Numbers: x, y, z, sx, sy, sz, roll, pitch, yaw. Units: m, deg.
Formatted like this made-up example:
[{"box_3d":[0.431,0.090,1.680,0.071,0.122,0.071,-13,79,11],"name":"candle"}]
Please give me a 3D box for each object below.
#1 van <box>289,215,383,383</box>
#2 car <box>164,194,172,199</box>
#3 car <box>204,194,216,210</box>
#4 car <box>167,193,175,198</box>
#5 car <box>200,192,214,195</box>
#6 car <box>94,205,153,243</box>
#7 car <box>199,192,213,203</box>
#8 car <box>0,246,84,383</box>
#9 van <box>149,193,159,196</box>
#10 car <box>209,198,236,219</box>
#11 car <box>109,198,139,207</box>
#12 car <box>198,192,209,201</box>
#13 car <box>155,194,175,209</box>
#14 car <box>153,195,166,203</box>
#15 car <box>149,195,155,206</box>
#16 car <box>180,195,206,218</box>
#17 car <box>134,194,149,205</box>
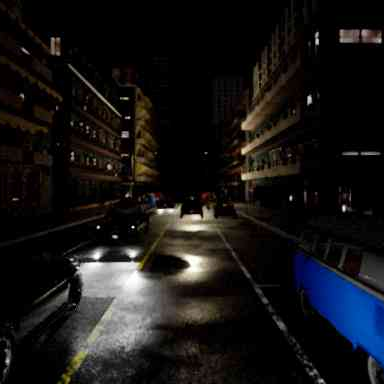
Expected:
[{"box_3d":[2.666,1.315,4.646,1.690,1.788,3.998,-1,0,0],"name":"van"},{"box_3d":[-5.953,1.139,83.078,1.802,1.307,4.206,-1,0,0],"name":"car"},{"box_3d":[2.564,1.317,38.430,1.752,1.417,4.829,-1,0,0],"name":"car"},{"box_3d":[-5.988,1.049,94.283,2.008,1.369,4.403,-1,0,0],"name":"car"},{"box_3d":[2.527,1.048,49.463,2.192,1.841,5.009,-1,0,0],"name":"car"},{"box_3d":[-3.136,1.516,15.803,1.895,1.301,4.718,0,0,0],"name":"car"},{"box_3d":[2.493,0.989,60.666,2.192,1.841,5.009,-1,0,0],"name":"car"},{"box_3d":[-3.112,1.538,4.872,1.994,1.385,4.181,0,0,0],"name":"car"},{"box_3d":[-5.802,1.106,43.863,1.690,1.788,3.998,-1,0,0],"name":"van"},{"box_3d":[2.600,1.435,27.056,1.802,1.307,4.206,-1,0,0],"name":"car"},{"box_3d":[-5.747,1.437,27.059,1.802,1.307,4.206,-1,0,0],"name":"car"},{"box_3d":[2.458,0.929,71.870,2.192,1.841,5.009,-1,0,0],"name":"car"},{"box_3d":[-3.141,1.343,41.172,1.994,1.385,4.181,0,0,0],"name":"car"},{"box_3d":[-5.891,1.226,60.671,2.008,1.369,4.403,-1,0,0],"name":"car"},{"box_3d":[-5.782,1.345,38.263,2.008,1.369,4.403,-1,0,0],"name":"car"},{"box_3d":[-0.014,1.322,28.679,1.882,1.535,5.008,0,1,0],"name":"car"},{"box_3d":[-5.766,1.265,32.660,1.967,1.590,4.097,-1,0,0],"name":"car"}]
